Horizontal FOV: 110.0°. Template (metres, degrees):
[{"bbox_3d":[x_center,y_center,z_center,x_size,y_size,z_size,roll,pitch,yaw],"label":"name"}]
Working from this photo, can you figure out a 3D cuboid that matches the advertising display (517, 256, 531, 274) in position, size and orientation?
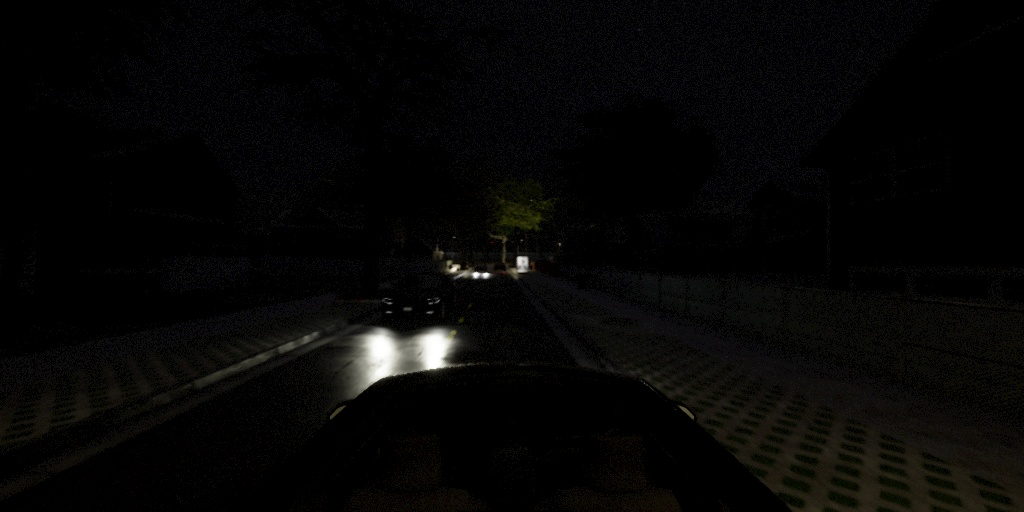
[{"bbox_3d":[1.416,1.262,47.503,1.540,2.440,0.280,0,0,-2],"label":"advertising display"}]

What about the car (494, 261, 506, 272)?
[{"bbox_3d":[-2.002,1.771,59.564,1.882,1.535,5.008,1,-1,-2],"label":"car"}]

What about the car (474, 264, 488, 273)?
[{"bbox_3d":[-4.658,1.820,54.208,1.895,1.301,4.718,1,0,-2],"label":"car"}]

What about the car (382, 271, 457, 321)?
[{"bbox_3d":[-3.180,1.321,13.105,1.882,1.535,5.008,1,-1,-2],"label":"car"}]
